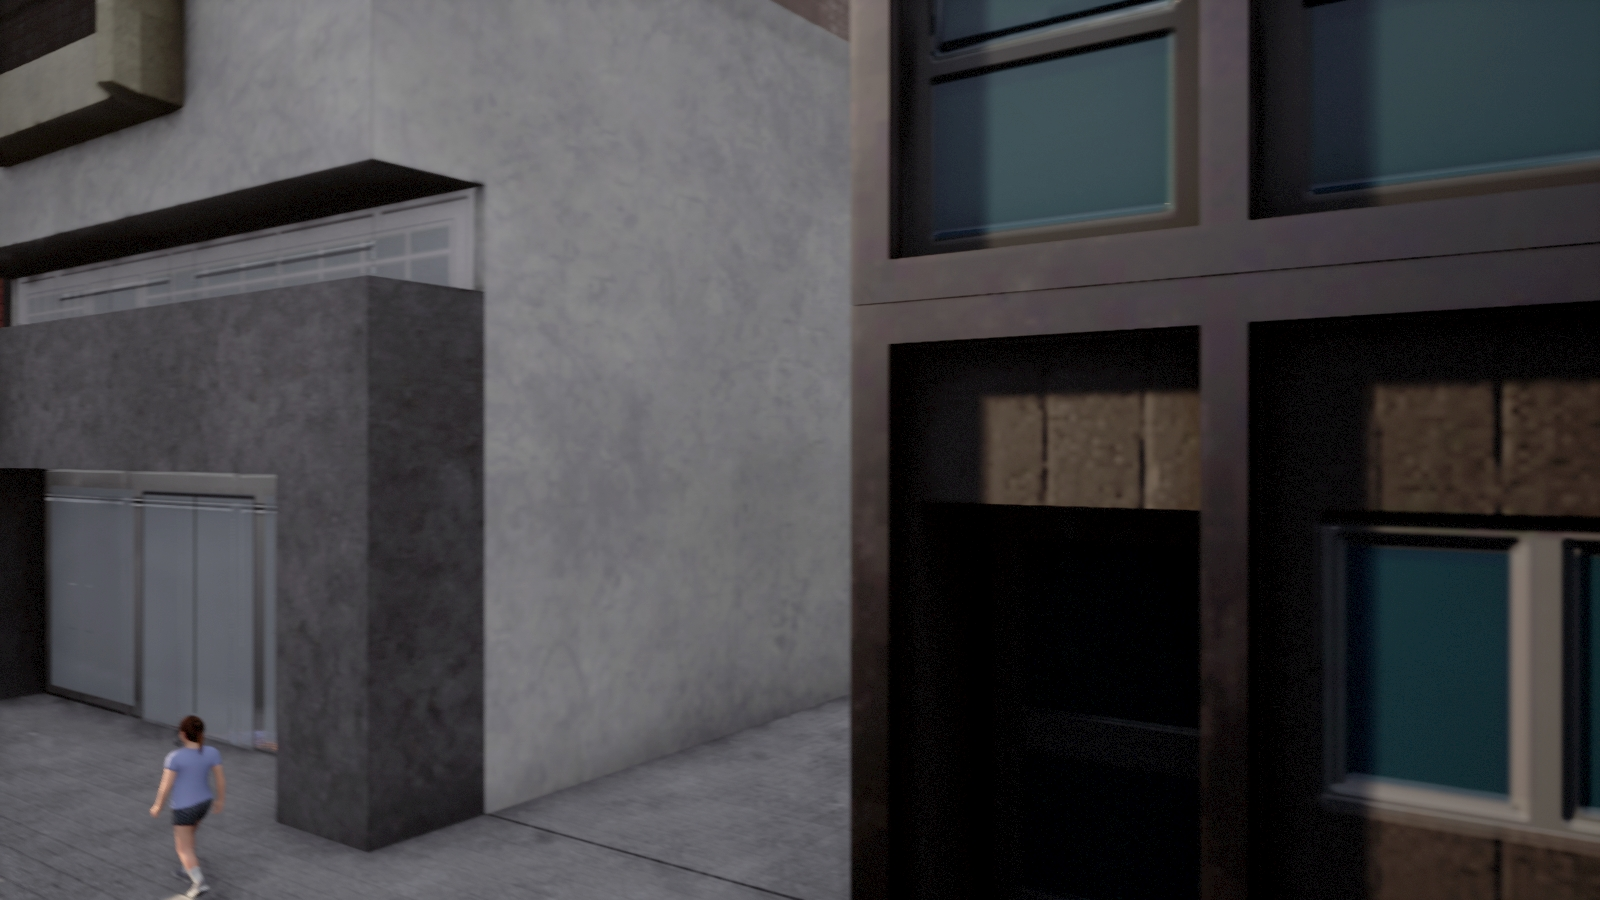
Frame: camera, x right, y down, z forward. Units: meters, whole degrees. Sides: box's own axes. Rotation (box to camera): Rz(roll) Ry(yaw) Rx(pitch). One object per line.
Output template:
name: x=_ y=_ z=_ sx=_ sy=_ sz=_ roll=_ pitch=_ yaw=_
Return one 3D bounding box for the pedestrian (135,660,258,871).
pedestrian: x=-3.697 y=1.901 z=7.005 sx=0.500 sy=1.100 sz=0.500 roll=0 pitch=0 yaw=37
